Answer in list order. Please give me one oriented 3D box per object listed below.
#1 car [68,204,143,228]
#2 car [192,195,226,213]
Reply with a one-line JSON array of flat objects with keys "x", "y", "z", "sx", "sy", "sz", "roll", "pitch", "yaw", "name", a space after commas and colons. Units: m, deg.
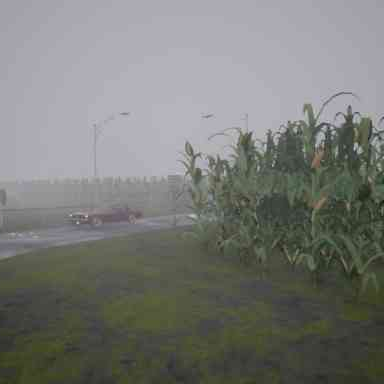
[{"x": -5.408, "y": 1.471, "z": 21.188, "sx": 1.895, "sy": 1.301, "sz": 4.718, "roll": -1, "pitch": 0, "yaw": 35, "name": "car"}, {"x": 1.896, "y": 1.098, "z": 31.772, "sx": 2.097, "sy": 1.767, "sz": 4.553, "roll": -1, "pitch": 0, "yaw": 35, "name": "car"}]
